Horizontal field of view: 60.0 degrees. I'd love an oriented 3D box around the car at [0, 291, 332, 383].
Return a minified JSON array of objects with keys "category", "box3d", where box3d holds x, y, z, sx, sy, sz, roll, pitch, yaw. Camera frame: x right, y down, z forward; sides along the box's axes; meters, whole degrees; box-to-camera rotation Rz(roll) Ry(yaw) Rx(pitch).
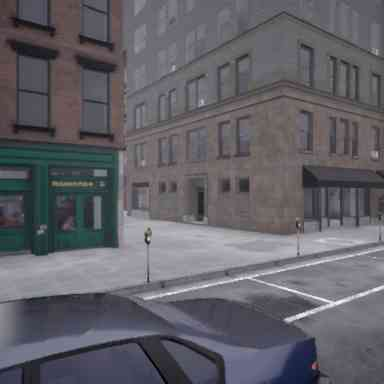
[{"category":"car","box3d":[-1.312,1.547,2.135,5.357,1.411,2.033,0,0,-35]}]
